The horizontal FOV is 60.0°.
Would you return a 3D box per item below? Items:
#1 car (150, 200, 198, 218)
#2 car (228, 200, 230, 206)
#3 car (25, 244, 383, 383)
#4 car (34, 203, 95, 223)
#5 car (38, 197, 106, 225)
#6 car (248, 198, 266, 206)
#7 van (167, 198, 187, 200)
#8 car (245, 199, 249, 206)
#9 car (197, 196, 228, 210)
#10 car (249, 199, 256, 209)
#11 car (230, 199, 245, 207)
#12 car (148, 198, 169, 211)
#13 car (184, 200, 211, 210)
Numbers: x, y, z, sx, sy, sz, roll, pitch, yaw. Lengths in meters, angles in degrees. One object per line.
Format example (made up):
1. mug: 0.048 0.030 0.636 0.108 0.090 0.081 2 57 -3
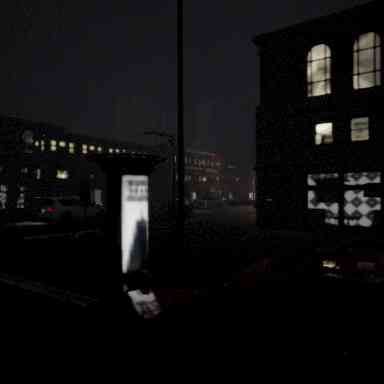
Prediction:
1. car: -1.692 1.799 32.895 1.887 1.381 4.507 -1 -1 35
2. car: 4.015 1.942 55.688 1.752 1.417 4.829 -1 -1 35
3. car: 0.993 1.317 2.166 5.009 1.841 2.192 0 0 35
4. car: -11.168 1.757 29.562 1.837 1.490 4.892 0 0 35
5. car: -9.384 1.450 26.754 2.150 2.045 5.566 0 0 37
6. car: 13.642 2.060 69.393 2.008 1.369 4.403 -1 -1 35
7. van: -2.242 1.701 46.785 1.690 1.788 3.998 -1 -1 35
8. car: 10.465 2.029 64.870 2.008 1.369 4.403 -1 -1 35
9. car: 2.590 1.592 49.091 2.150 2.045 5.566 0 -1 35
10. car: 10.970 1.806 51.012 1.967 1.590 4.097 -1 -1 35
11. car: 7.289 1.999 60.349 2.008 1.369 4.403 -1 -1 35
12. car: -5.514 1.857 42.122 1.752 1.417 4.829 -1 -1 35
13. car: 0.936 1.939 51.305 2.008 1.369 4.403 -1 -1 35
